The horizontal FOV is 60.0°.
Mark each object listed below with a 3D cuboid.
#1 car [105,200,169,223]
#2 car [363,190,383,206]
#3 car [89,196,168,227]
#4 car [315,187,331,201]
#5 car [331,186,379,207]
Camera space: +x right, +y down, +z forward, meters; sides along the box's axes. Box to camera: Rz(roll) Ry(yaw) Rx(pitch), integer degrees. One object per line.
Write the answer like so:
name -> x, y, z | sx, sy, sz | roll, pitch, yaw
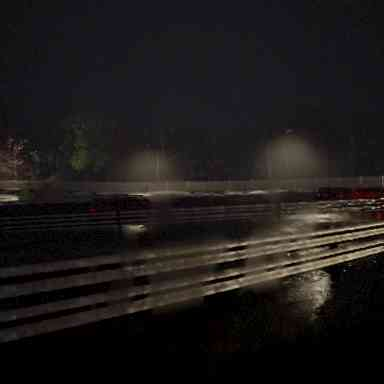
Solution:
car -> -4.552, 1.532, 27.625 | 5.008, 1.535, 1.882 | -2, 1, -13
car -> 17.829, 0.775, 29.078 | 4.674, 1.442, 1.812 | -2, 1, -13
car -> -4.523, 1.338, 24.042 | 5.566, 2.045, 2.150 | -2, 1, -13
car -> 16.114, 0.411, 35.866 | 5.566, 2.045, 2.150 | -2, 1, -13
car -> 16.962, 0.441, 32.469 | 5.566, 2.045, 2.150 | -2, 1, -13
